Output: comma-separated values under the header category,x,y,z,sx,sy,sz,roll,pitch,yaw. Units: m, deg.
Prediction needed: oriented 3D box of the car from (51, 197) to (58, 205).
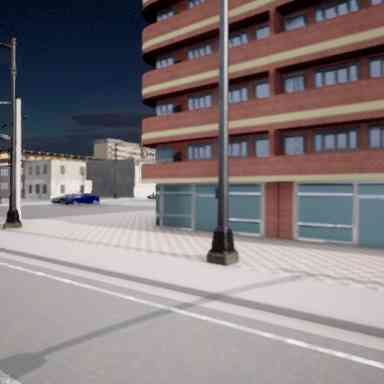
category,x,y,z,sx,sy,sz,roll,pitch,yaw
car,-17.189,0.977,46.279,2.128,1.511,4.902,0,1,37

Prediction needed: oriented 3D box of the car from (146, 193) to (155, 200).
category,x,y,z,sx,sy,sz,roll,pitch,yaw
car,-6.372,0.733,60.768,1.994,1.385,4.181,0,1,37

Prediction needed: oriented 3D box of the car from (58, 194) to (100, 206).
category,x,y,z,sx,sy,sz,roll,pitch,yaw
car,-14.534,0.987,43.988,1.882,1.535,5.008,0,1,37
